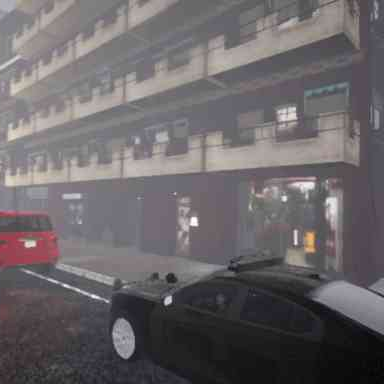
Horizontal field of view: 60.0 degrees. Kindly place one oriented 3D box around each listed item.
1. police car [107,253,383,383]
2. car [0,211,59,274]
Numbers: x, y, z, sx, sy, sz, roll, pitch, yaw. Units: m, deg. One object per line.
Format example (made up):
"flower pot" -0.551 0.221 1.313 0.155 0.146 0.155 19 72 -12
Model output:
"police car" 0.725 1.673 4.485 5.238 1.638 1.930 -1 -4 43
"car" -6.588 1.627 11.319 5.566 2.045 2.150 -1 -4 43
